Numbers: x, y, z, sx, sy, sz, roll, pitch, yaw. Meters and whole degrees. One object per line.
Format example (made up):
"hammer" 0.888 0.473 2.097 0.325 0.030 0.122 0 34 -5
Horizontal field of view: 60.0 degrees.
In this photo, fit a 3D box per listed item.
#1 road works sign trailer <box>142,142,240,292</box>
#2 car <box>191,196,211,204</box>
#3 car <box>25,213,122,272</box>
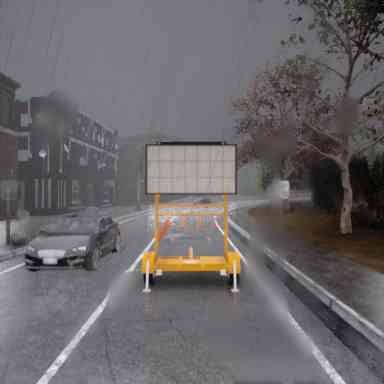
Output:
"road works sign trailer" -0.019 0.467 8.909 2.380 3.560 2.880 0 0 0
"car" 1.560 1.436 55.977 2.128 1.511 4.902 -1 0 29
"car" -3.608 1.494 10.921 2.128 1.511 4.902 0 0 0
